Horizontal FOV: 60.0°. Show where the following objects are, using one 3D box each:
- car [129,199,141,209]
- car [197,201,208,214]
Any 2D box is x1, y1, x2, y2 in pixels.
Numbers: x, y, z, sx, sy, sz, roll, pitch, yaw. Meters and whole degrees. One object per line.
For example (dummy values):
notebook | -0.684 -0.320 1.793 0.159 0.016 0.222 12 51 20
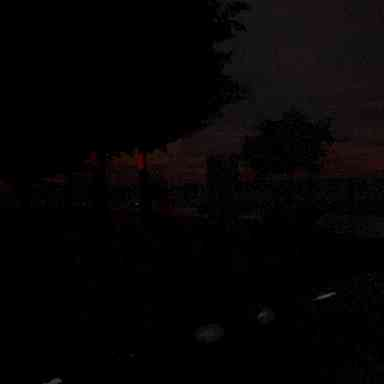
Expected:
car | -9.585 1.983 58.933 2.097 1.767 4.553 -3 0 -28
car | 2.378 1.762 37.872 2.128 1.511 4.902 -3 1 -31
